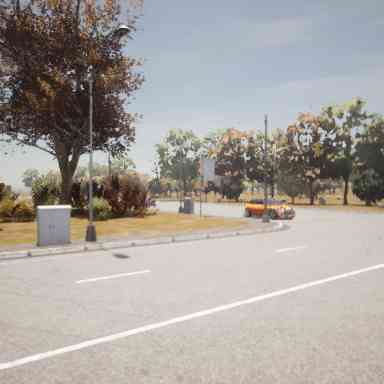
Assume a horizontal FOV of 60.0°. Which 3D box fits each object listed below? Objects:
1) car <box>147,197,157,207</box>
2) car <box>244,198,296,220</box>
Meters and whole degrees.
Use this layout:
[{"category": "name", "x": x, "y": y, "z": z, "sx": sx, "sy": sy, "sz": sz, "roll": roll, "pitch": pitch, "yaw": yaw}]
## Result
[{"category": "car", "x": -6.873, "y": 1.459, "z": 48.911, "sx": 1.812, "sy": 1.442, "sz": 4.674, "roll": 0, "pitch": 0, "yaw": -33}, {"category": "car", "x": 6.474, "y": 1.331, "z": 27.974, "sx": 2.097, "sy": 1.767, "sz": 4.553, "roll": 0, "pitch": 0, "yaw": -32}]
